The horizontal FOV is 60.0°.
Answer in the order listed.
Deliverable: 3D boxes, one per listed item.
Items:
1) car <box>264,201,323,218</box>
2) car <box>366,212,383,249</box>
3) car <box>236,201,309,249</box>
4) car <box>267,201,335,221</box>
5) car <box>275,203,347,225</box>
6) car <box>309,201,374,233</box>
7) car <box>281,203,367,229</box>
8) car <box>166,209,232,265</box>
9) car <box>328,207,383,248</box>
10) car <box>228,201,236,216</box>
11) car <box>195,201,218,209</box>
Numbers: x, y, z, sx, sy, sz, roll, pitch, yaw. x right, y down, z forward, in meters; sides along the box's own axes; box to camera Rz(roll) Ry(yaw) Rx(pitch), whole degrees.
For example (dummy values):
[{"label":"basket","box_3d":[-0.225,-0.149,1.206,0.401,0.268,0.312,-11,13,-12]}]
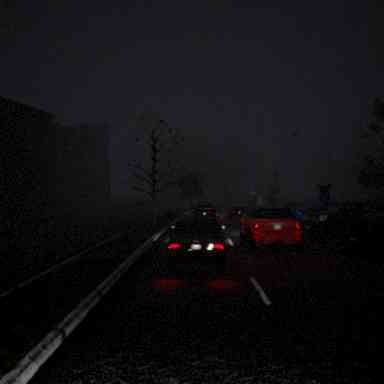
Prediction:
[{"label":"car","box_3d":[9.297,1.606,30.634,4.792,1.488,2.163,1,0,-15]},{"label":"car","box_3d":[8.140,1.493,9.983,4.892,1.521,2.231,1,0,-18]},{"label":"car","box_3d":[3.347,1.366,14.802,2.097,1.767,4.553,0,0,2]},{"label":"car","box_3d":[9.017,1.560,27.681,4.892,1.521,2.231,1,-1,-15]},{"label":"car","box_3d":[8.812,1.585,24.729,4.674,1.452,2.002,1,0,-16]},{"label":"car","box_3d":[8.495,1.395,18.845,4.553,1.767,2.185,1,0,-17]},{"label":"car","box_3d":[8.617,1.531,21.786,5.008,1.535,2.097,1,0,-16]},{"label":"car","box_3d":[0.207,1.550,11.617,2.033,1.411,5.357,0,0,2]},{"label":"car","box_3d":[8.217,1.501,12.938,4.892,1.521,2.231,1,0,-18]},{"label":"car","box_3d":[4.352,1.597,30.964,1.812,1.442,4.674,0,0,5]},{"label":"car","box_3d":[1.289,1.556,30.371,1.837,1.490,4.892,0,0,5]}]
